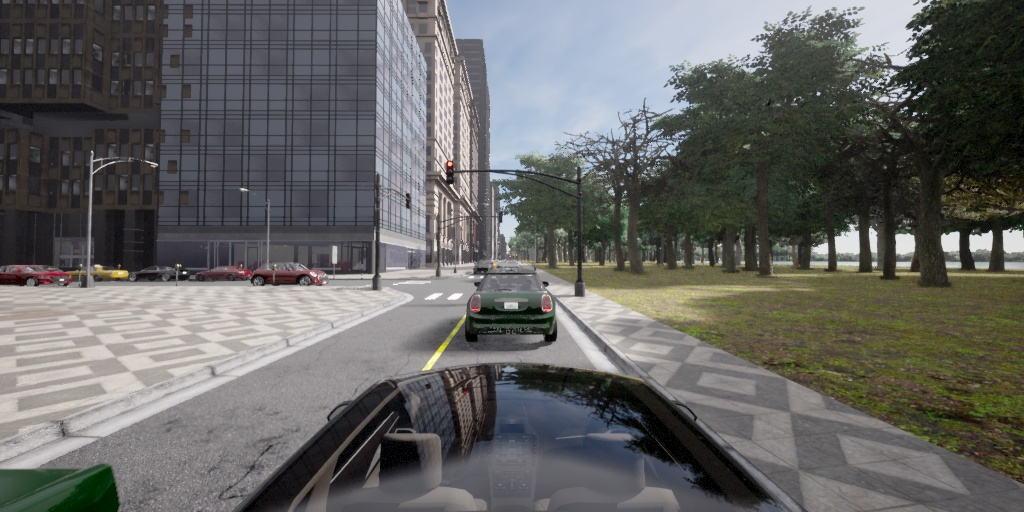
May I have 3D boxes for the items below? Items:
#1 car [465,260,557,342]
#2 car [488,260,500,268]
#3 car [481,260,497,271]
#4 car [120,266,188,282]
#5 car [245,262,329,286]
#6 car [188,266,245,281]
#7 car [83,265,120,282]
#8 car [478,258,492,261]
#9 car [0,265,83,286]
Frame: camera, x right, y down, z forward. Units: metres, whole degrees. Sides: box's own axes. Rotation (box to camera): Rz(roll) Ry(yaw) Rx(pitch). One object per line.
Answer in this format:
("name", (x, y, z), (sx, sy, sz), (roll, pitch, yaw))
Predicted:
("car", (-0.010, 1.108, 9.968), (2.097, 1.767, 4.553), (0, 0, 0))
("car", (-3.234, 1.451, 65.387), (1.812, 1.442, 4.674), (0, 0, 0))
("car", (-3.238, 1.346, 51.628), (1.882, 1.535, 5.008), (0, 0, 0))
("car", (-30.061, 1.480, 30.626), (4.313, 1.339, 1.948), (0, 0, 0))
("car", (-13.599, 1.119, 22.174), (4.097, 1.591, 1.967), (0, 0, -1))
("car", (-24.575, 1.493, 30.649), (4.207, 1.307, 1.802), (0, 0, 0))
("car", (-35.719, 1.443, 30.601), (4.829, 1.417, 1.751), (0, 0, 0))
("car", (-3.218, 1.180, 41.241), (2.097, 1.767, 4.553), (0, 0, 0))
("car", (-30.030, 1.234, 22.103), (4.507, 1.381, 1.888), (0, 0, 0))
